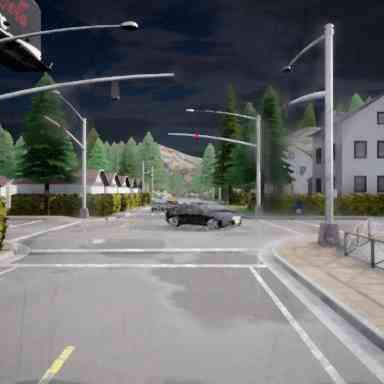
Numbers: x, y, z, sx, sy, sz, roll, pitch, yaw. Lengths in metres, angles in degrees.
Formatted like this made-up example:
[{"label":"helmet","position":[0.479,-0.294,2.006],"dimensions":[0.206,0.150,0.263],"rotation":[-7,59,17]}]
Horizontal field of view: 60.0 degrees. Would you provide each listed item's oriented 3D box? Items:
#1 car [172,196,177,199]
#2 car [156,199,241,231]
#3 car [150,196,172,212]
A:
[{"label":"car","position":[-3.540,1.474,57.694],"dimensions":[1.882,1.535,5.008],"rotation":[0,0,0]},{"label":"car","position":[0.525,1.357,19.351],"dimensions":[4.902,1.511,2.128],"rotation":[-1,1,40]},{"label":"car","position":[-3.595,1.524,38.165],"dimensions":[1.812,1.442,4.674],"rotation":[0,0,0]}]
